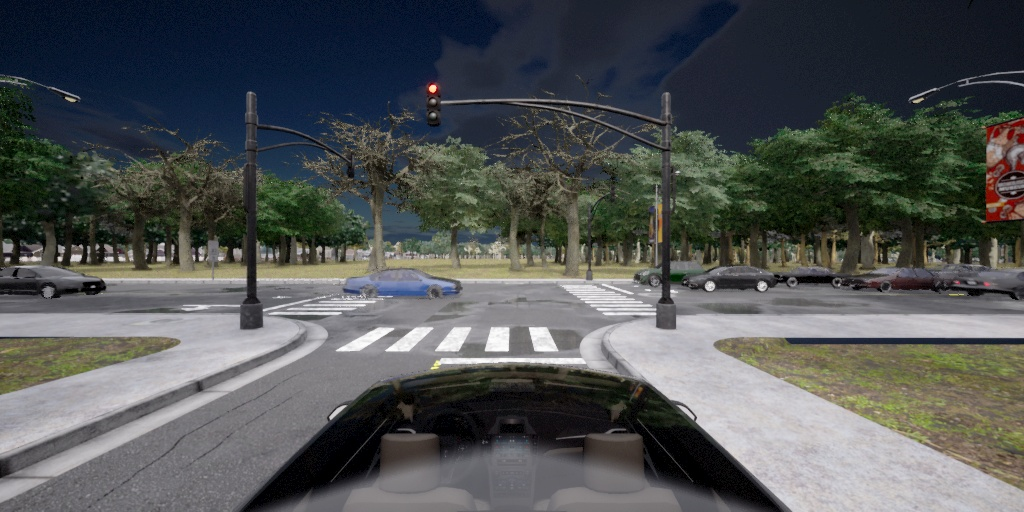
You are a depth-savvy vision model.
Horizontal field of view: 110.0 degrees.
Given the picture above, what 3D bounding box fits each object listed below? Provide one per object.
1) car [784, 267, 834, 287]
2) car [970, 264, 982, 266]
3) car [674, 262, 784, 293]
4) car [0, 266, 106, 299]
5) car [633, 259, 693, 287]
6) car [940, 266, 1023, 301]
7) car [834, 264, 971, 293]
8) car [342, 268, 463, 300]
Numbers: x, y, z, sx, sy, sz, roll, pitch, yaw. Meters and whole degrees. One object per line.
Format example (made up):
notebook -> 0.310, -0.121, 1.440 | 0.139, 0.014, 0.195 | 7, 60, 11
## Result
car -> 19.466, 1.369, 23.806 | 4.718, 1.301, 1.895 | 0, 0, 0
car -> 29.402, 1.276, 23.803 | 4.902, 1.511, 2.128 | 0, 0, 0
car -> 12.329, 1.267, 20.553 | 4.892, 1.490, 1.837 | 0, 0, 0
car -> -22.423, 1.232, 17.095 | 4.892, 1.490, 1.837 | 0, 0, 0
car -> 10.482, 1.107, 23.801 | 4.553, 1.767, 2.097 | 0, 0, 0
car -> 24.429, 1.333, 17.107 | 5.357, 1.411, 2.033 | 0, 0, 0
car -> 22.190, 1.324, 20.555 | 5.357, 1.411, 2.033 | 0, 0, 0
car -> -5.120, 1.292, 17.096 | 5.357, 1.411, 2.033 | 0, 0, 0
